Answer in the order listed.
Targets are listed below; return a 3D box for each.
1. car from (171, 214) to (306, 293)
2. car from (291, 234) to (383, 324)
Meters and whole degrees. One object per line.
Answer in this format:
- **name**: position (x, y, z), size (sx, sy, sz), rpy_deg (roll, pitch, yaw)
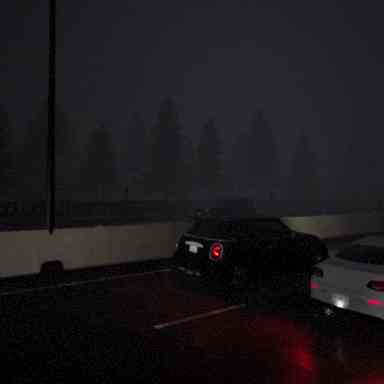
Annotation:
- **car**: position (1.765, 1.418, 9.247), size (4.553, 1.767, 2.097), rpy_deg (1, 0, -35)
- **car**: position (4.306, 1.601, 6.765), size (4.674, 1.442, 1.812), rpy_deg (1, 0, -35)
